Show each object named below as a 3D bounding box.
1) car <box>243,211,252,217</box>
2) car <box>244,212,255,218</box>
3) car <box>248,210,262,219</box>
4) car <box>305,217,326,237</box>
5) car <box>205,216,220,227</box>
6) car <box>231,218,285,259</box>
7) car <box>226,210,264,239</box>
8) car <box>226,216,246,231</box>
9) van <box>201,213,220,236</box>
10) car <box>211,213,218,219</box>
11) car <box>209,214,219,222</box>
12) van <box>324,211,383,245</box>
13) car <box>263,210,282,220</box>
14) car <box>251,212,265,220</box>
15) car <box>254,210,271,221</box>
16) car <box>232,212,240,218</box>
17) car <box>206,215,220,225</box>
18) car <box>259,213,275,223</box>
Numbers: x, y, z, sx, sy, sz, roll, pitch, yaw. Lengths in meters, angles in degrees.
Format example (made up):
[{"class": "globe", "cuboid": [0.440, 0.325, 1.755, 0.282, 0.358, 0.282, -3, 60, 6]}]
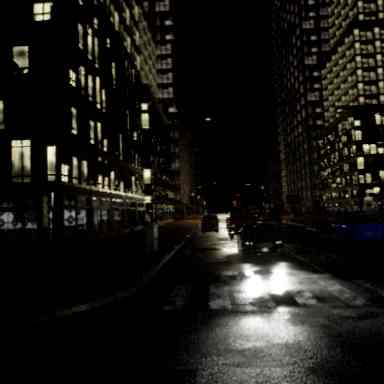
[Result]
[{"class": "car", "cuboid": [14.210, 5.733, 85.593, 1.752, 1.417, 4.829, -3, -3, 4]}, {"class": "car", "cuboid": [13.789, 5.458, 79.906, 2.008, 1.369, 4.403, -3, -3, 4]}, {"class": "car", "cuboid": [12.960, 4.638, 68.886, 2.192, 1.841, 5.009, -3, -3, 4]}, {"class": "car", "cuboid": [9.715, 2.526, 24.743, 1.887, 1.381, 4.507, -3, -3, 4]}, {"class": "car", "cuboid": [2.983, 4.140, 47.404, 1.947, 1.339, 4.313, -3, -3, 4]}, {"class": "car", "cuboid": [3.275, 2.306, 16.517, 2.128, 1.511, 4.902, -3, -3, 4]}, {"class": "car", "cuboid": [4.001, 2.567, 26.511, 2.150, 2.045, 5.566, -3, -3, 4]}, {"class": "car", "cuboid": [4.790, 3.415, 36.770, 1.812, 1.442, 4.674, -3, -3, 4]}, {"class": "van", "cuboid": [1.744, 3.038, 30.867, 1.690, 1.788, 3.998, -3, -3, 4]}, {"class": "car", "cuboid": [5.852, 6.202, 86.018, 1.802, 1.307, 4.206, -3, -3, 4]}, {"class": "car", "cuboid": [4.213, 5.034, 63.952, 1.802, 1.307, 4.206, -3, -3, 4]}, {"class": "van", "cuboid": [9.387, 2.025, 19.233, 1.690, 1.788, 3.998, -3, -3, 4]}, {"class": "car", "cuboid": [11.321, 3.469, 46.820, 2.192, 1.841, 5.009, -3, -3, 4]}, {"class": "car", "cuboid": [12.561, 4.596, 63.356, 1.947, 1.339, 4.313, -3, -3, 4]}, {"class": "car", "cuboid": [12.140, 4.054, 57.854, 2.192, 1.841, 5.009, -3, -3, 4]}, {"class": "car", "cuboid": [11.749, 6.021, 88.785, 1.812, 1.442, 4.674, -3, -3, 4]}, {"class": "car", "cuboid": [3.392, 4.418, 52.920, 2.008, 1.369, 4.403, -3, -3, 4]}, {"class": "car", "cuboid": [11.740, 3.991, 52.324, 1.887, 1.381, 4.507, -3, -3, 4]}]
